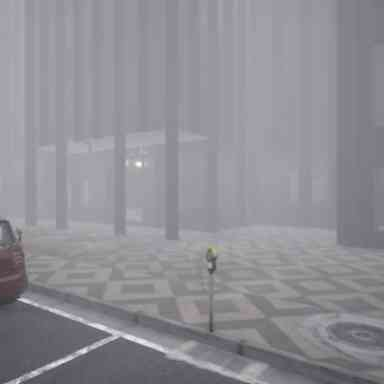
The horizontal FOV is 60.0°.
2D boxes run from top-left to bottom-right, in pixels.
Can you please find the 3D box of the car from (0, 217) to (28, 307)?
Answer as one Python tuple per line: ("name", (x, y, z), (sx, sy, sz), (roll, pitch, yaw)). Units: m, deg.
("car", (-5.366, 1.351, 6.789), (5.009, 1.841, 2.192), (0, 0, 36))
